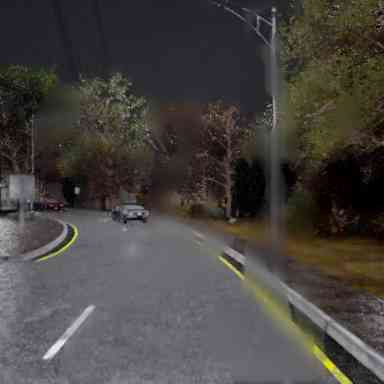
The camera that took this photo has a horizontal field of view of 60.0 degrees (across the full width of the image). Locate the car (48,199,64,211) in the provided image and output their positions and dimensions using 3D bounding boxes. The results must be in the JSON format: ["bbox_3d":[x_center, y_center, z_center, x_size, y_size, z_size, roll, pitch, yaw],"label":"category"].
[{"bbox_3d":[-16.944,1.477,38.632,4.718,1.301,1.895,2,1,39],"label":"car"}]

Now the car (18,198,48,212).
[{"bbox_3d":[-17.948,1.359,35.965,5.008,1.535,1.882,1,0,41],"label":"car"}]

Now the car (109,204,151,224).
[{"bbox_3d":[-4.775,1.572,25.079,2.033,1.411,5.357,0,0,-27],"label":"car"}]
